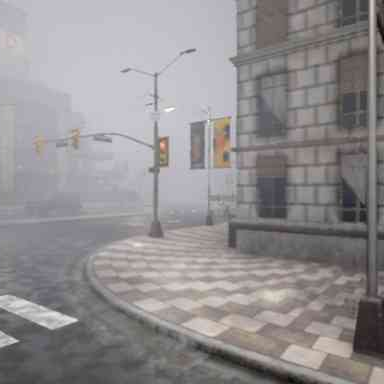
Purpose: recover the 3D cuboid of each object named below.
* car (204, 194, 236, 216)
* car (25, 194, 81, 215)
[{"bbox_3d":[3.321,1.211,32.411,2.150,2.045,5.566,0,0,36],"label":"car"},{"bbox_3d":[-14.113,1.201,34.210,2.150,2.045,5.566,0,0,36],"label":"car"}]
